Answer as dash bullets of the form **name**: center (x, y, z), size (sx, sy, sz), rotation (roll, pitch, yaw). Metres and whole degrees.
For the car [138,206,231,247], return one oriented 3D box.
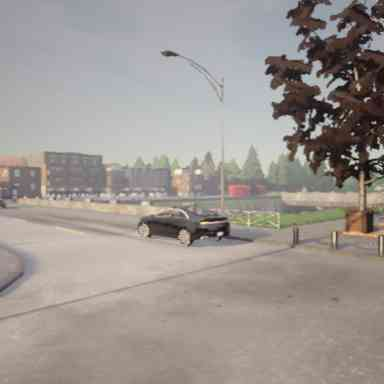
- **car**: center (-0.520, 1.359, 14.474), size (2.128, 1.511, 4.902), rotation (0, 1, -41)

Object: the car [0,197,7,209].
- **car**: center (-23.116, 1.252, 38.815), size (1.812, 1.442, 4.674), rotation (-1, 1, -43)
